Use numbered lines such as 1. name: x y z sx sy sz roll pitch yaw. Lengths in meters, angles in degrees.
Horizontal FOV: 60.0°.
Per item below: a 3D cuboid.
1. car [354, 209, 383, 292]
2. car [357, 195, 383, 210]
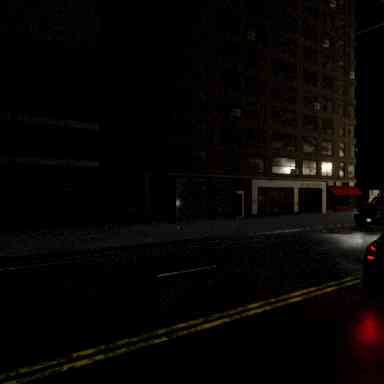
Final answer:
1. car: 6.033 1.353 7.740 4.553 1.767 2.097 0 0 -35
2. car: 12.225 1.228 20.378 5.566 2.045 2.150 0 0 -35
